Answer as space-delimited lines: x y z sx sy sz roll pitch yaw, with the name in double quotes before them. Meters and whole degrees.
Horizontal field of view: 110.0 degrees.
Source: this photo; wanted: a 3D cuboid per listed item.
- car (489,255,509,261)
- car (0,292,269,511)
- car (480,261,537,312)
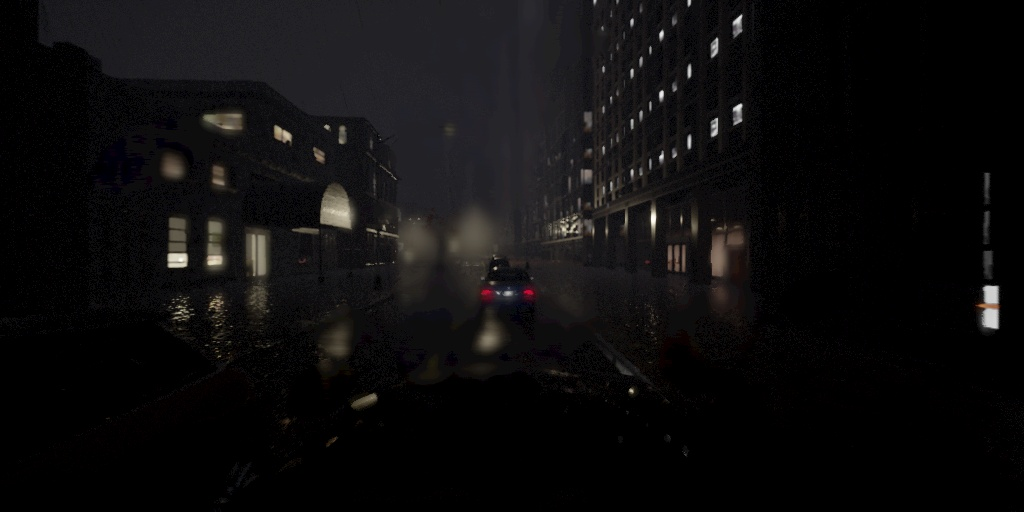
"car" -1.307 0.626 35.765 2.128 1.511 4.902 0 1 -4
"car" -2.855 1.122 0.737 2.097 1.767 4.553 0 1 0
"car" -0.147 1.098 12.977 2.033 1.411 5.357 0 1 -1
